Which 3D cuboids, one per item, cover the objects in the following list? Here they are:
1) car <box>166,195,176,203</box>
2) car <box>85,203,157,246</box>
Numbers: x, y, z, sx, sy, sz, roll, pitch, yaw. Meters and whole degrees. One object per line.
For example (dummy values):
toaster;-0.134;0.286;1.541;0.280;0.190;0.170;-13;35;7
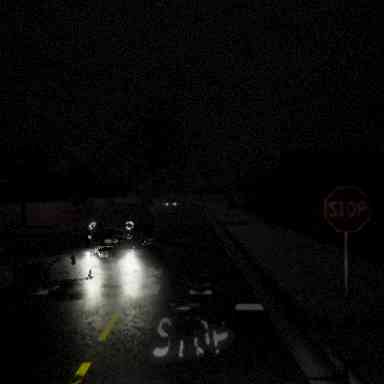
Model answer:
car;-4.354;1.434;67.922;1.882;1.535;5.008;0;0;-7
car;-3.077;1.358;15.355;2.097;1.767;4.553;-1;0;7
